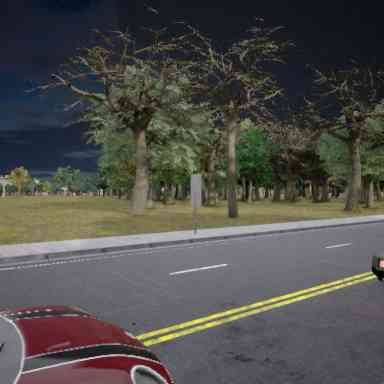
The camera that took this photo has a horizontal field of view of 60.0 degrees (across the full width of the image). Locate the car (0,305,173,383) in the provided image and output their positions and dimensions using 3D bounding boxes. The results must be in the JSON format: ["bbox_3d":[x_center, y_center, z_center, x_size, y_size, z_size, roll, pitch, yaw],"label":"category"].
[{"bbox_3d":[-2.239,1.352,1.845,4.553,1.767,2.097,0,0,-35],"label":"car"}]

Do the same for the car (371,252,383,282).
[{"bbox_3d":[6.382,1.603,7.978,4.718,1.301,1.895,0,0,-35],"label":"car"}]
